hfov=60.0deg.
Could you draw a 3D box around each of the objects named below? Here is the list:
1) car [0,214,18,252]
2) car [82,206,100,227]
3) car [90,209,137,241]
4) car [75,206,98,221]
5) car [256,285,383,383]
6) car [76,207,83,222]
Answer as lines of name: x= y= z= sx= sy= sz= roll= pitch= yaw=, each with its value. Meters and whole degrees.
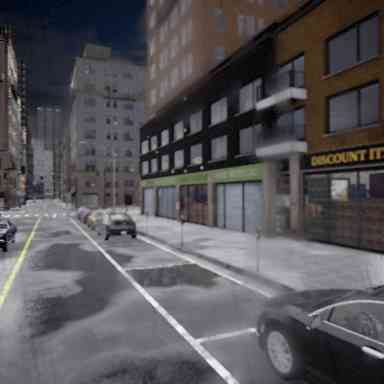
car: x=-9.119 y=1.889 z=15.033 sx=1.895 sy=1.301 sz=4.718 roll=0 pitch=-1 yaw=-23
car: x=-6.524 y=1.890 z=23.882 sx=1.752 sy=1.417 sz=4.829 roll=-1 pitch=0 yaw=-23
car: x=-4.262 y=1.827 z=18.590 sx=2.008 sy=1.369 sz=4.403 roll=-1 pitch=0 yaw=-23
car: x=-10.847 y=2.114 z=33.997 sx=1.802 sy=1.307 sz=4.206 roll=-1 pitch=0 yaw=-23
car: x=2.323 y=1.565 z=3.183 sx=2.008 sy=1.369 sz=4.403 roll=-1 pitch=0 yaw=-23
car: x=-8.652 y=2.013 z=28.862 sx=1.947 sy=1.339 sz=4.313 roll=-1 pitch=0 yaw=-23
